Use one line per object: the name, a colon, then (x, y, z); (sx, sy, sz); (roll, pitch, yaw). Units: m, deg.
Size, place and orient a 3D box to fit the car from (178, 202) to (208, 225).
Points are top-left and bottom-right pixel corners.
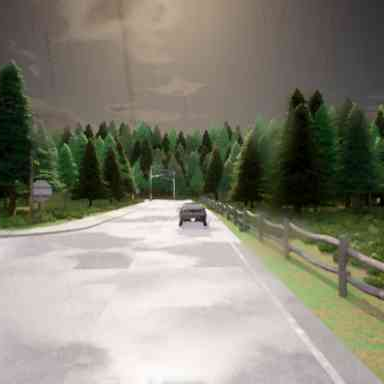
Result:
car: (0.057, 1.500, 23.720); (1.837, 1.490, 4.892); (0, 0, 0)
